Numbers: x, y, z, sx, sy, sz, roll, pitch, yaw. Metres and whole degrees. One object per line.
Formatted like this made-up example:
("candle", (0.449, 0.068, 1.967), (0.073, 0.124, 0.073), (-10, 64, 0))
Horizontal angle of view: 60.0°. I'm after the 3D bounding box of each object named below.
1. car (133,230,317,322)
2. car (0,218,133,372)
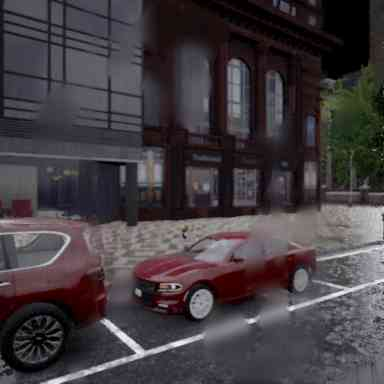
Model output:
("car", (0.871, 1.566, 7.274), (4.507, 1.381, 1.887), (0, 0, -36))
("car", (-3.546, 1.312, 4.124), (5.009, 1.841, 2.192), (0, 0, -36))
